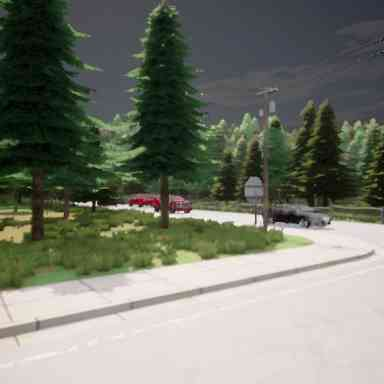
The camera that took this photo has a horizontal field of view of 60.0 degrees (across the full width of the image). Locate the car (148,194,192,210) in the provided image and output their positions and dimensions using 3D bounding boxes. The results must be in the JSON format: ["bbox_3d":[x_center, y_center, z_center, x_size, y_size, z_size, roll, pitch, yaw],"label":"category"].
[{"bbox_3d":[-2.197,1.265,35.922,2.150,2.045,5.566,0,0,-34],"label":"car"}]

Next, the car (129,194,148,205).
[{"bbox_3d":[-7.619,1.282,50.295,2.150,2.045,5.566,0,0,-34],"label":"car"}]

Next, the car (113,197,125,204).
[{"bbox_3d":[-13.471,1.539,58.781,1.882,1.535,5.008,0,0,-34],"label":"car"}]

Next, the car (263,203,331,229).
[{"bbox_3d":[6.849,1.526,22.082,2.128,1.511,4.902,0,0,-31],"label":"car"}]
